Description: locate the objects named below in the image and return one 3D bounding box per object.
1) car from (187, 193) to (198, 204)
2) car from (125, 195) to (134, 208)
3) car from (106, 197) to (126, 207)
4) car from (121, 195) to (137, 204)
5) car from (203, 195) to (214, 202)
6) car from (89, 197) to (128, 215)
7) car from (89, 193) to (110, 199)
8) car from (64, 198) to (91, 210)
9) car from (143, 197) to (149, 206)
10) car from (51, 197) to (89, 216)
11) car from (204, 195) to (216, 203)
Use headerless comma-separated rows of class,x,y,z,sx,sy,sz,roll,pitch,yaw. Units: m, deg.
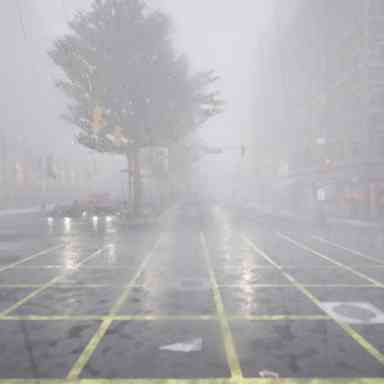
car,0.007,1.417,62.023,2.033,1.411,5.357,0,0,0
car,-8.024,1.476,41.966,1.994,1.385,4.181,0,0,1
car,-11.494,1.458,50.628,1.994,1.385,4.181,0,0,0
car,-11.493,1.364,60.862,2.128,1.511,4.902,0,0,0
car,3.509,1.374,72.234,2.128,1.511,4.902,0,0,0
car,-8.084,1.479,32.730,2.033,1.411,5.357,0,0,0
car,-11.532,1.137,40.744,2.150,2.045,5.566,0,0,1
car,-14.744,1.505,43.039,1.895,1.301,4.718,0,0,0
car,-7.994,1.438,52.588,2.033,1.411,5.357,0,0,0
car,-11.584,1.460,31.332,1.812,1.442,4.674,0,0,0
car,3.508,1.468,63.201,1.895,1.301,4.718,0,0,0
